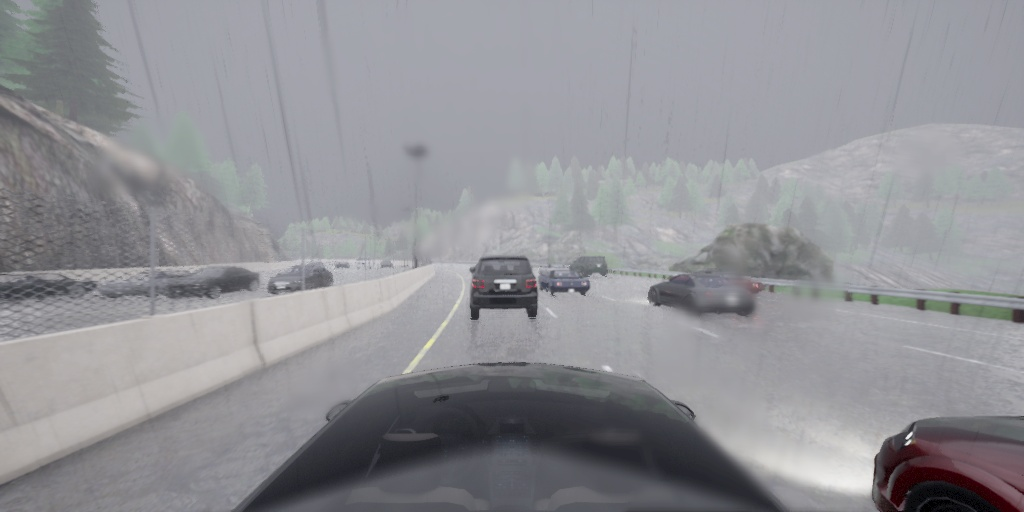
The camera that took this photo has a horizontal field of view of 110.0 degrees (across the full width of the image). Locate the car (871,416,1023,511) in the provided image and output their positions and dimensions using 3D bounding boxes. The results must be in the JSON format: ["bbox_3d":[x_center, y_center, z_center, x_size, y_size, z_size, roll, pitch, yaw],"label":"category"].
[{"bbox_3d":[3.518,1.304,0.748,1.994,1.385,4.181,0,0,0],"label":"car"}]

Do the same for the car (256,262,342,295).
[{"bbox_3d":[-11.770,1.298,20.320,2.128,1.511,4.902,0,0,-7],"label":"car"}]

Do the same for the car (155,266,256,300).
[{"bbox_3d":[-15.066,1.290,18.404,1.882,1.535,5.008,0,0,-6],"label":"car"}]

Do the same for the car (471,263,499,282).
[{"bbox_3d":[-2.454,1.345,31.249,2.033,1.411,5.357,0,0,-9],"label":"car"}]

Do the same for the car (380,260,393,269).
[{"bbox_3d":[-21.159,1.387,60.758,1.837,1.490,4.892,0,0,-19],"label":"car"}]

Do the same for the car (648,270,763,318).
[{"bbox_3d":[6.623,1.313,12.985,1.994,1.385,4.181,0,0,-4],"label":"car"}]

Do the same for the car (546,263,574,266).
[{"bbox_3d":[4.027,1.387,34.695,1.895,1.301,4.718,0,0,-10],"label":"car"}]

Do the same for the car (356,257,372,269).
[{"bbox_3d":[-24.186,1.118,58.847,2.150,2.045,5.566,0,0,-19],"label":"car"}]

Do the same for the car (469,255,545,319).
[{"bbox_3d":[-0.372,0.988,13.118,2.150,2.045,5.566,0,0,-4],"label":"car"}]

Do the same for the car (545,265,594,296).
[{"bbox_3d":[2.630,1.369,19.348,1.895,1.301,4.718,0,0,-6],"label":"car"}]

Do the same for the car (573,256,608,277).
[{"bbox_3d":[7.471,1.000,35.319,2.150,2.045,5.566,0,0,-10],"label":"car"}]

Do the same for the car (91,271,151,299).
[{"bbox_3d":[-18.627,1.423,18.974,1.895,1.301,4.718,0,0,-6],"label":"car"}]

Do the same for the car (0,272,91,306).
[{"bbox_3d":[-21.839,1.427,15.931,1.895,1.301,4.718,0,0,-5],"label":"car"}]

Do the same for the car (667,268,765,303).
[{"bbox_3d":[9.800,1.348,17.765,1.895,1.301,4.718,0,0,-5],"label":"car"}]
